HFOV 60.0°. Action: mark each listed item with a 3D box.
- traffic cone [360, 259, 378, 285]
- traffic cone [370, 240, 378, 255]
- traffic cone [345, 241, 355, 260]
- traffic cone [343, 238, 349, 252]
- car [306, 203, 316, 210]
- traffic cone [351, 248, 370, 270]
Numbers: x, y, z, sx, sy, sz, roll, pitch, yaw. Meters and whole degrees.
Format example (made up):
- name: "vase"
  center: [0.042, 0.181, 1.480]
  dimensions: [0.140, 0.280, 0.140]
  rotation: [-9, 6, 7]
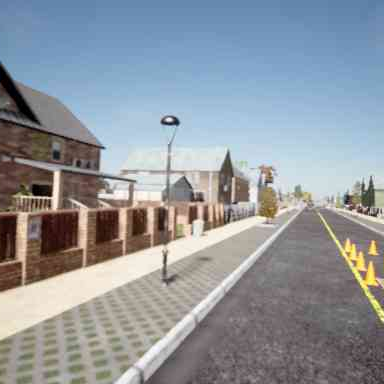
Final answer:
- name: "traffic cone"
  center: [4.931, 2.230, 9.179]
  dimensions: [0.340, 0.580, 0.340]
  rotation: [2, -1, 20]
- name: "traffic cone"
  center: [7.888, 2.397, 14.492]
  dimensions: [0.340, 0.580, 0.340]
  rotation: [2, -1, 20]
- name: "traffic cone"
  center: [6.275, 2.319, 12.945]
  dimensions: [0.340, 0.580, 0.340]
  rotation: [2, -1, 20]
- name: "traffic cone"
  center: [6.948, 2.365, 14.828]
  dimensions: [0.340, 0.580, 0.340]
  rotation: [2, -1, 20]
- name: "car"
  center: [27.952, 3.390, 78.315]
  dimensions: [2.097, 1.767, 4.553]
  rotation: [2, -1, 20]
- name: "traffic cone"
  center: [5.603, 2.274, 11.062]
  dimensions: [0.340, 0.580, 0.340]
  rotation: [2, -1, 20]
